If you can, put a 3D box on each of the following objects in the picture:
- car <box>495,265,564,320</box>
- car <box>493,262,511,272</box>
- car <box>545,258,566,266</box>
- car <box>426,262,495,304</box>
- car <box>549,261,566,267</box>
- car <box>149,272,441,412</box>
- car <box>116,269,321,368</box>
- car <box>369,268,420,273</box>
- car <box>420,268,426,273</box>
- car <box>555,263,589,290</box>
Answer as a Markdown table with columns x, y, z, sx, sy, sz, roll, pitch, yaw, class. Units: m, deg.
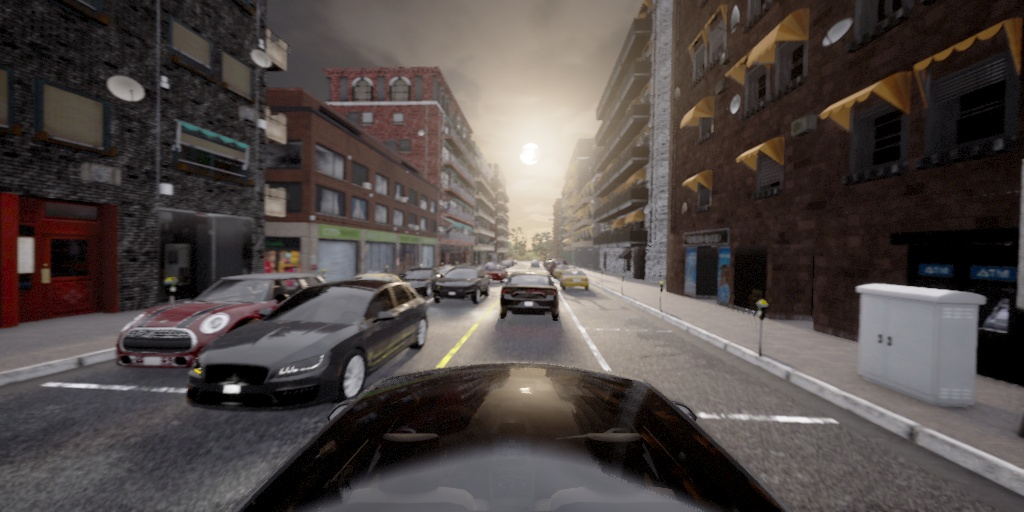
| x | y | z | sx | sy | sz | roll | pitch | yaw | class |
| --- | --- | --- | --- | --- | --- | --- | --- | --- | --- |
| 0.663 | 1.284 | 13.094 | 1.882 | 1.535 | 5.008 | 1 | 0 | 4 | car |
| -1.431 | 1.404 | 27.926 | 1.895 | 1.301 | 4.718 | 1 | 0 | 4 | car |
| 5.171 | 1.282 | 40.082 | 2.192 | 1.841 | 5.009 | 0 | 0 | 4 | car |
| -2.195 | 1.232 | 16.729 | 1.882 | 1.535 | 5.008 | 1 | 0 | 4 | car |
| 4.816 | 1.468 | 34.740 | 1.751 | 1.417 | 4.829 | 0 | 0 | 4 | car |
| -2.895 | 1.214 | 6.341 | 1.837 | 1.490 | 4.892 | 1 | 0 | 4 | car |
| -5.427 | 1.104 | 7.530 | 1.967 | 1.591 | 4.097 | 0 | 0 | 4 | car |
| -5.066 | 1.214 | 12.872 | 1.751 | 1.417 | 4.829 | 0 | 0 | 4 | car |
| -4.684 | 1.279 | 18.553 | 1.948 | 1.339 | 4.313 | 0 | 0 | 4 | car |
| 4.030 | 1.419 | 23.719 | 1.751 | 1.417 | 4.829 | 0 | 0 | 4 | car |
